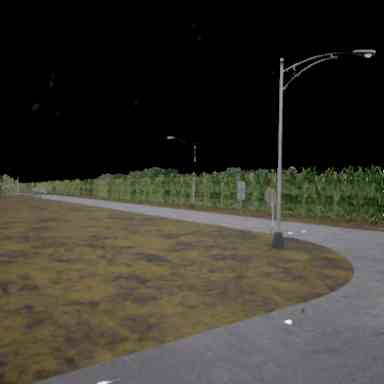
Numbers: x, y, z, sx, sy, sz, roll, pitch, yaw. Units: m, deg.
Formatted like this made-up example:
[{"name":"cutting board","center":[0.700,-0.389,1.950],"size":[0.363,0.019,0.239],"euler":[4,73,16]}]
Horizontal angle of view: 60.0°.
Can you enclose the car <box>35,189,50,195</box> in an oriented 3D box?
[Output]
[{"name":"car","center":[-37.017,0.053,83.378],"size":[2.128,1.511,4.902],"euler":[1,0,-35]}]
